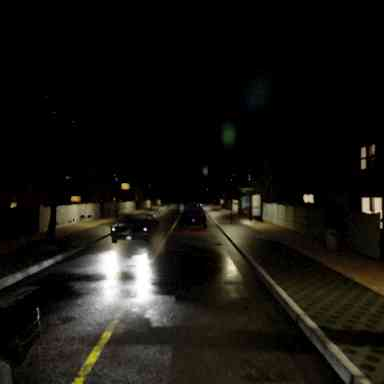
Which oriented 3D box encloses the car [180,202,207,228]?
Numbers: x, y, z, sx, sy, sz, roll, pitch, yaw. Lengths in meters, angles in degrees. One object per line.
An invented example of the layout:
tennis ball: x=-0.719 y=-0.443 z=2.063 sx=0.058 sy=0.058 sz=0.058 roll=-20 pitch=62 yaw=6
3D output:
car: x=0.096 y=1.760 z=24.743 sx=1.882 sy=1.535 sz=5.008 roll=0 pitch=0 yaw=0

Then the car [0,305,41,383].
car: x=-2.838 y=1.622 z=1.968 sx=1.895 sy=1.301 sz=4.718 roll=0 pitch=-1 yaw=0

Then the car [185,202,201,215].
car: x=0.110 y=2.038 z=42.246 sx=1.812 sy=1.442 sz=4.674 roll=0 pitch=-1 yaw=0

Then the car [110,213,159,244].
car: x=-2.825 y=1.792 z=17.164 sx=1.895 sy=1.301 sz=4.718 roll=0 pitch=-1 yaw=0
